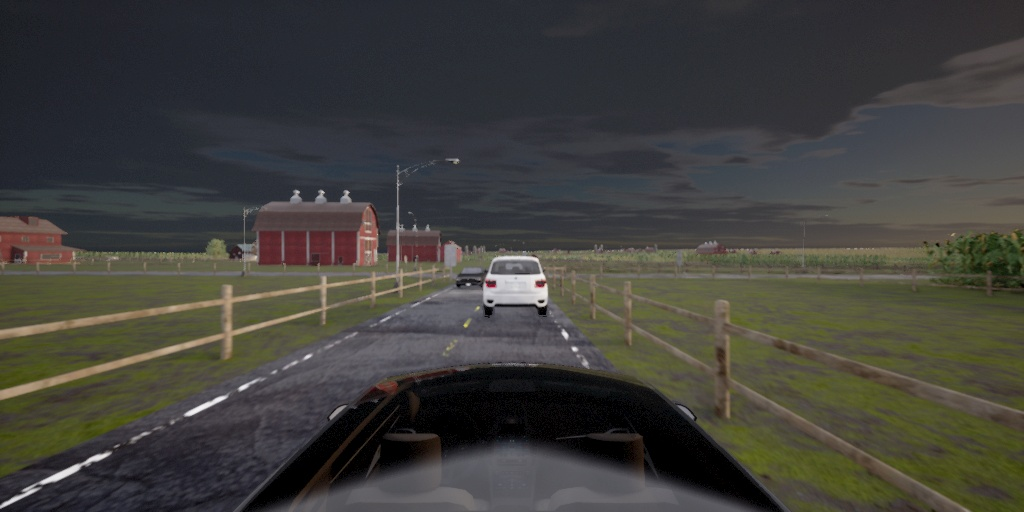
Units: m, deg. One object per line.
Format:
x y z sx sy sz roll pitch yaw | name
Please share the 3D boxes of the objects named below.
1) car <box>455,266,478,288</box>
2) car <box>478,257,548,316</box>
-2.761 1.452 25.503 2.033 1.411 5.357 0 0 1 | car
0.113 1.049 13.855 2.150 2.045 5.566 0 0 0 | car
